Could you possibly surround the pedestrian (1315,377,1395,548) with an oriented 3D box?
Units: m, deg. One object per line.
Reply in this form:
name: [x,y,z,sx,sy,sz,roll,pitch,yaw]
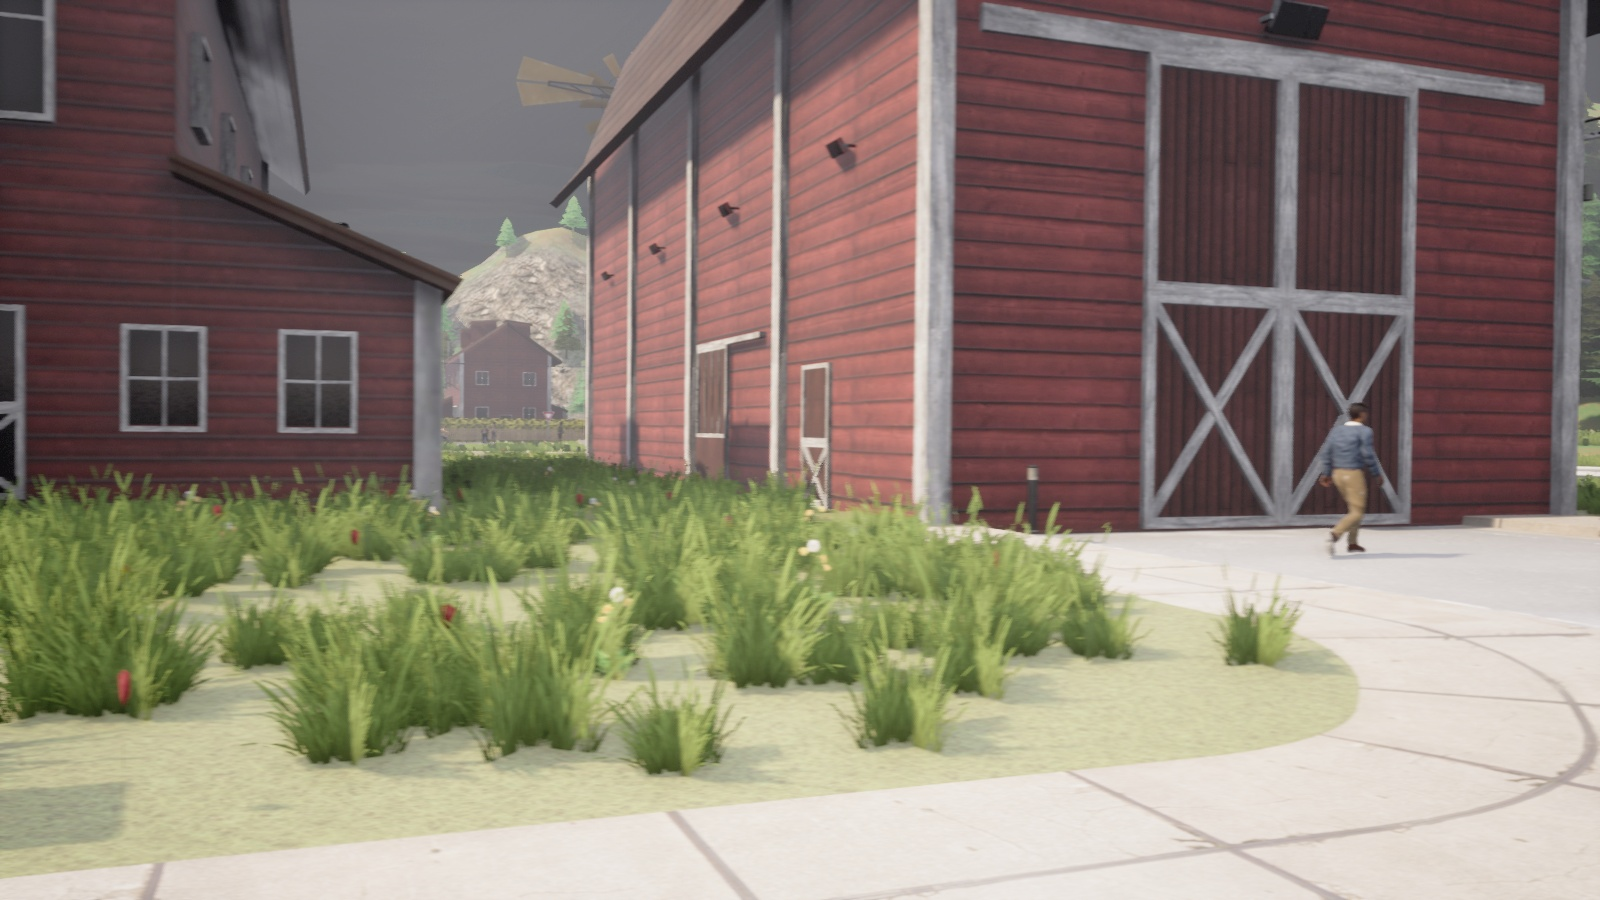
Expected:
pedestrian: [6.466,0.132,14.628,0.788,1.949,0.423,-1,1,-22]
